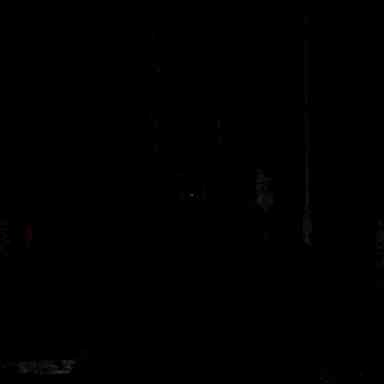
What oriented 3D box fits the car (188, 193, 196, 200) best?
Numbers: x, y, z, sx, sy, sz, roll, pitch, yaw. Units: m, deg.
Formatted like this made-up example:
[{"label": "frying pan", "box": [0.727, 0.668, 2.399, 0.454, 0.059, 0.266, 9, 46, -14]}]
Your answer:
[{"label": "car", "box": [0.028, 1.374, 90.345, 1.994, 1.385, 4.181, 0, 0, 0]}]
